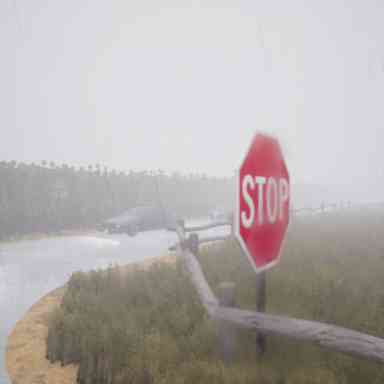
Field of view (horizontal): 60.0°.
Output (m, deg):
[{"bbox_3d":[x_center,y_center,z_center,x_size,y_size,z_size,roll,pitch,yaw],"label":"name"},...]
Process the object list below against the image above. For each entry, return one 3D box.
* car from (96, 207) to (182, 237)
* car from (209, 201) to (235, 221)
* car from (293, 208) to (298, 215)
[{"bbox_3d":[-2.664,1.544,18.516,2.033,1.411,5.357,0,0,35],"label":"car"},{"bbox_3d":[3.182,1.488,26.725,2.128,1.511,4.902,0,0,35],"label":"car"},{"bbox_3d":[6.651,1.545,25.945,2.033,1.411,5.357,0,0,35],"label":"car"}]
